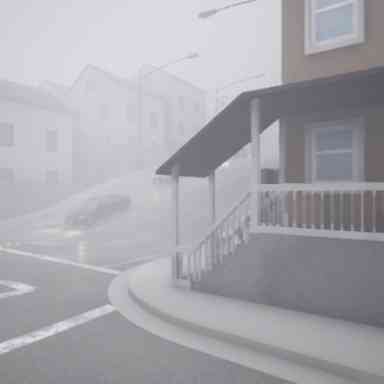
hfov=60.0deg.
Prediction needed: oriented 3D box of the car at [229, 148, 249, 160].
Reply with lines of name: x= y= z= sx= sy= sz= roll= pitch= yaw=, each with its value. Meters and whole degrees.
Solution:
car: x=4.406 y=-4.331 z=36.502 sx=2.033 sy=1.411 sz=5.357 roll=0 pitch=10 yaw=36

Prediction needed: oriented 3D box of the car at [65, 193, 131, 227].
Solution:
car: x=-5.963 y=0.977 z=21.499 sx=1.812 sy=1.442 sz=4.674 roll=0 pitch=15 yaw=34

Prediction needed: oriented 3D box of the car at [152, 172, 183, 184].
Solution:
car: x=-1.466 y=-1.979 z=28.076 sx=2.097 sy=1.767 sz=4.553 roll=0 pitch=18 yaw=35
